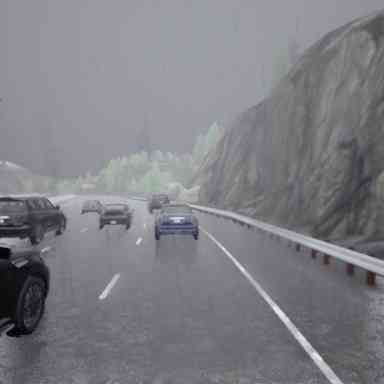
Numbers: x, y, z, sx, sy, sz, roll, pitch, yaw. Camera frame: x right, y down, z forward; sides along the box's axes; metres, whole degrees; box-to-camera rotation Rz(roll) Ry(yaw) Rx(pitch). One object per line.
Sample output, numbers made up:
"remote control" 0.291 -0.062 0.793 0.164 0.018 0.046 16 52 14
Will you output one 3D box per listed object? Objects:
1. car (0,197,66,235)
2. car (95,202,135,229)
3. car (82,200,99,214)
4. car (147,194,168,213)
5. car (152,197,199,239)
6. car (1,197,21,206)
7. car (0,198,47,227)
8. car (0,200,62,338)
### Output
"car" -7.716 1.239 15.686 2.150 2.045 5.566 0 0 -5
"car" -4.870 1.517 21.862 1.837 1.490 4.892 0 0 -7
"car" -10.468 1.572 35.081 2.033 1.411 5.357 0 0 -11
"car" -3.713 1.232 36.921 2.150 2.045 5.566 0 0 -11
"car" -0.885 1.355 17.444 2.097 1.767 4.553 0 0 -5
"car" -30.630 1.629 56.404 1.994 1.385 4.181 0 0 -16
"car" -12.188 1.379 23.835 2.097 1.767 4.553 0 0 -8
"car" -3.527 1.229 3.503 2.150 2.045 5.566 0 0 -1
